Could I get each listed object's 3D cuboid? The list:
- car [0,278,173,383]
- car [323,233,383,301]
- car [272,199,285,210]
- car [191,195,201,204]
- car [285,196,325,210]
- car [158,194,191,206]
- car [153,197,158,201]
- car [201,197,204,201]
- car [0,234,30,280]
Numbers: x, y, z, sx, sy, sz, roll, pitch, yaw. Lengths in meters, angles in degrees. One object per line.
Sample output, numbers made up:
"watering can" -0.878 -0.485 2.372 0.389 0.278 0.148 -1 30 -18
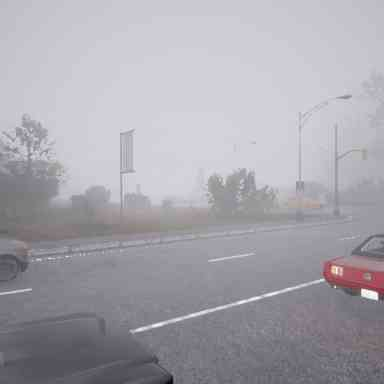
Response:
"car" -2.394 1.601 2.028 4.718 1.301 1.895 0 0 -36
"car" 5.054 1.570 7.366 4.718 1.301 1.895 0 0 -36
"car" 7.987 1.405 38.765 1.895 1.301 4.718 -1 0 -39
"car" -1.431 1.332 56.066 2.033 1.411 5.357 -1 0 -39
"car" 12.764 1.252 38.415 1.882 1.535 5.008 -1 1 -39
"car" -2.722 1.164 52.084 2.097 1.767 4.553 -1 0 -39
"car" -6.714 1.330 73.992 1.895 1.301 4.718 -1 0 -38
"car" 0.018 1.276 65.724 2.033 1.411 5.357 -1 0 -38
"car" -6.284 1.565 8.103 4.181 1.385 1.994 0 0 -36
